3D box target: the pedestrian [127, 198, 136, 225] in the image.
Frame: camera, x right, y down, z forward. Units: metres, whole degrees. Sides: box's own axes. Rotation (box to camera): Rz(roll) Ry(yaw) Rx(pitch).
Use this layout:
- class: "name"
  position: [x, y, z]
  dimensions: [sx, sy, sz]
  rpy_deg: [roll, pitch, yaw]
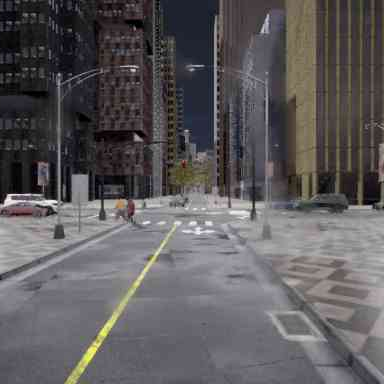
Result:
- class: "pedestrian"
  position: [-4.090, 1.292, 22.504]
  dimensions: [0.375, 1.860, 0.375]
  rpy_deg: [0, 0, 1]

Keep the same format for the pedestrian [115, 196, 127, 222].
- class: "pedestrian"
  position: [-4.676, 1.137, 21.938]
  dimensions: [0.375, 1.860, 0.375]
  rpy_deg: [0, 0, 1]

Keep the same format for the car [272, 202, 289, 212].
- class: "car"
  position: [11.803, 1.600, 38.805]
  dimensions: [4.718, 1.301, 1.895]
  rpy_deg: [0, 0, 1]

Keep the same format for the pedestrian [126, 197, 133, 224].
- class: "pedestrian"
  position: [-4.352, 1.291, 23.160]
  dimensions: [0.375, 1.860, 0.375]
  rpy_deg: [0, 0, 1]

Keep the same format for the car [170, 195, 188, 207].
- class: "car"
  position: [-2.183, 1.347, 50.569]
  dimensions: [2.097, 1.767, 4.553]
  rpy_deg: [0, 0, 1]

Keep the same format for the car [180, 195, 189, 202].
- class: "car"
  position: [-1.707, 1.493, 73.977]
  dimensions: [1.837, 1.490, 4.892]
  rpy_deg: [0, 0, 1]

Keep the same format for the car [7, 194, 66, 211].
- class: "car"
  position: [-15.420, 1.209, 32.693]
  dimensions: [5.566, 2.045, 2.150]
  rpy_deg: [0, 0, 1]

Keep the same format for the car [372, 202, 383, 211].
- class: "car"
  position: [23.270, 1.577, 38.554]
  dimensions: [4.181, 1.385, 1.994]
  rpy_deg: [0, 0, 1]

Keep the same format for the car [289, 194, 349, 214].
- class: "car"
  position: [13.723, 1.230, 35.511]
  dimensions: [5.566, 2.045, 2.150]
  rpy_deg: [0, 0, 1]

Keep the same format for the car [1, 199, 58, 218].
- class: "car"
  position: [-14.499, 1.557, 29.425]
  dimensions: [4.181, 1.385, 1.994]
  rpy_deg: [0, 0, 1]
